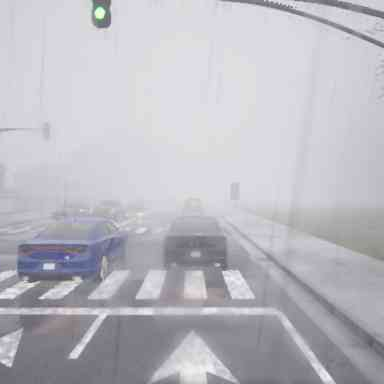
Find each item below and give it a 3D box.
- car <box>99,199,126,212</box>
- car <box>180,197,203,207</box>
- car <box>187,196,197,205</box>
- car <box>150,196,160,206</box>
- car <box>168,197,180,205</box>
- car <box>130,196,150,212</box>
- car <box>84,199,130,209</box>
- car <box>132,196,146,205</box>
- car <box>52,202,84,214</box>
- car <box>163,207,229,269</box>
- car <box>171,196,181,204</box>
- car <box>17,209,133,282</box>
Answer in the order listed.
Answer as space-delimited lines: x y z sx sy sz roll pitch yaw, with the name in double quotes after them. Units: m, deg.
-9.830 1.584 41.468 2.033 1.411 5.357 0 0 0 "car"
0.102 1.385 34.562 2.097 1.767 4.553 0 0 0 "car"
0.027 1.572 60.877 1.812 1.442 4.674 0 0 1 "car"
-6.547 1.396 54.956 2.097 1.767 4.553 0 0 0 "car"
-3.248 1.593 57.830 2.033 1.411 5.357 0 0 0 "car"
-6.588 1.513 39.563 1.882 1.535 5.008 0 0 0 "car"
-6.595 1.381 26.355 2.097 1.767 4.553 0 0 0 "car"
-9.754 1.557 61.357 1.837 1.490 4.892 0 0 0 "car"
-9.845 1.577 27.787 2.033 1.411 5.357 0 0 0 "car"
0.103 1.493 11.284 1.882 1.535 5.008 0 0 0 "car"
-3.248 1.613 68.250 1.994 1.385 4.181 0 0 0 "car"
-3.150 1.491 9.814 1.882 1.535 5.008 0 0 0 "car"
